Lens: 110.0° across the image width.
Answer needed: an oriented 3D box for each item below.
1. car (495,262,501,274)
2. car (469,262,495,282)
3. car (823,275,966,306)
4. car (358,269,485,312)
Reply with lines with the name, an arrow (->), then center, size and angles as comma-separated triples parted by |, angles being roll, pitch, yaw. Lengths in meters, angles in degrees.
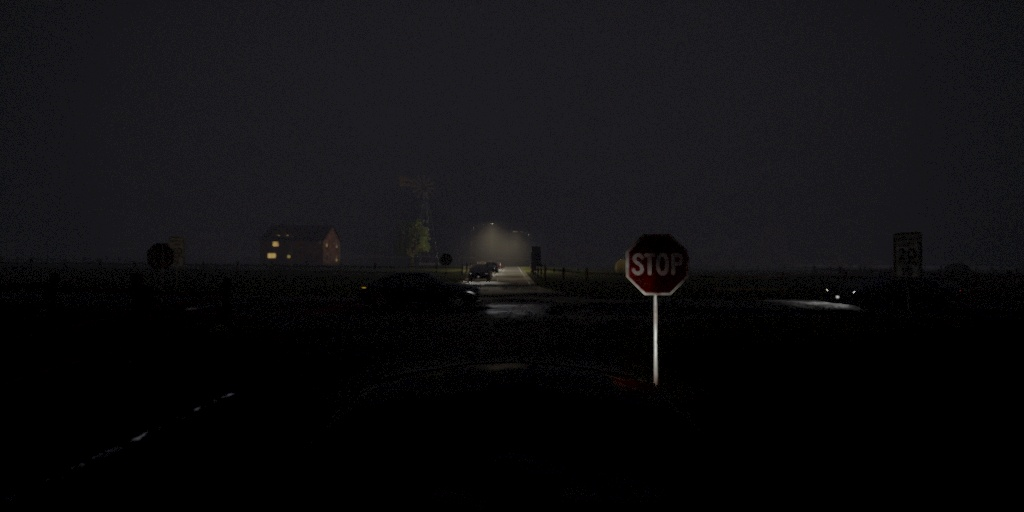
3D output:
car -> -2.815, 1.591, 48.920 | 1.837, 1.490, 4.892 | 0, -1, 0
car -> -2.830, 1.496, 32.503 | 1.812, 1.442, 4.674 | 0, 0, 0
car -> 18.347, 1.615, 17.315 | 5.357, 1.411, 2.033 | 1, -1, -1
car -> -3.594, 1.343, 14.188 | 4.674, 1.442, 1.812 | 1, -1, -1
